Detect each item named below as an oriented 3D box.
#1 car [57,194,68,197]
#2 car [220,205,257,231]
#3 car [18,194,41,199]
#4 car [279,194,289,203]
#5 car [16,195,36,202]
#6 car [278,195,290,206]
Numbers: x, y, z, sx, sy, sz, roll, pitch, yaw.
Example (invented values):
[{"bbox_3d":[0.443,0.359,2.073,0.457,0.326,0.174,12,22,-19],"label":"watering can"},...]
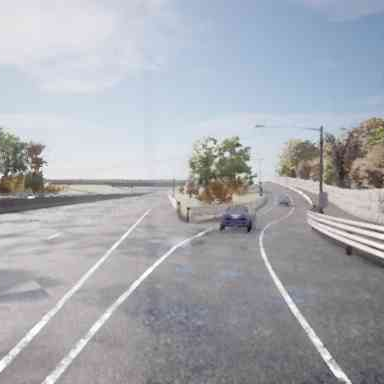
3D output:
[{"bbox_3d":[-26.643,1.284,68.794,1.837,1.490,4.892,0,0,-4],"label":"car"},{"bbox_3d":[3.393,1.709,23.604,2.097,1.767,4.553,1,-1,16],"label":"car"},{"bbox_3d":[-25.511,1.379,53.613,2.033,1.411,5.357,0,0,-4],"label":"car"},{"bbox_3d":[20.433,1.374,73.827,2.033,1.411,5.357,1,4,14],"label":"car"},{"bbox_3d":[-33.555,1.275,67.372,1.837,1.490,4.892,0,0,-4],"label":"car"},{"bbox_3d":[17.671,1.921,64.145,1.837,1.490,4.892,1,2,16],"label":"car"}]
